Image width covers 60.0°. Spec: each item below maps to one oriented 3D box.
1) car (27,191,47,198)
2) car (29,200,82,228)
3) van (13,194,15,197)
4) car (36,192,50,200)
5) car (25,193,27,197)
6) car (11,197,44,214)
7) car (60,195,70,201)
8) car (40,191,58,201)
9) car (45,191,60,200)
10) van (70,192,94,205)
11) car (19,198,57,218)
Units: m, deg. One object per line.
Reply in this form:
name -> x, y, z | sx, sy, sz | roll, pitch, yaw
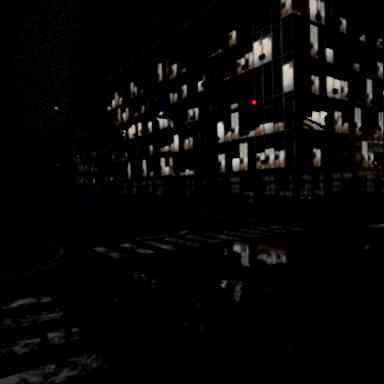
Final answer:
car -> -27.064, 0.995, 58.418 | 1.882, 1.535, 5.008 | -2, 2, -34
car -> -8.800, 1.445, 21.213 | 1.947, 1.339, 4.313 | -2, 1, -34
van -> -24.728, 1.105, 44.748 | 1.690, 1.788, 3.998 | -2, 1, -34
car -> -30.636, 0.828, 68.245 | 1.967, 1.590, 4.097 | -2, 1, -34
car -> -37.046, 0.890, 77.633 | 2.008, 1.369, 4.403 | -2, 1, -34
car -> -15.151, 1.399, 30.644 | 1.947, 1.339, 4.313 | -2, 1, -34
car -> -17.807, 1.066, 49.476 | 1.802, 1.307, 4.206 | -2, 1, -34
car -> -27.432, 0.727, 63.551 | 2.192, 1.841, 5.009 | -2, 1, -34
car -> -24.220, 1.018, 58.862 | 1.802, 1.307, 4.206 | -2, 1, -34
van -> -14.606, 0.848, 44.778 | 1.690, 1.788, 3.998 | -2, 1, -34
car -> -11.992, 1.438, 25.919 | 1.802, 1.307, 4.206 | -2, 1, -34
